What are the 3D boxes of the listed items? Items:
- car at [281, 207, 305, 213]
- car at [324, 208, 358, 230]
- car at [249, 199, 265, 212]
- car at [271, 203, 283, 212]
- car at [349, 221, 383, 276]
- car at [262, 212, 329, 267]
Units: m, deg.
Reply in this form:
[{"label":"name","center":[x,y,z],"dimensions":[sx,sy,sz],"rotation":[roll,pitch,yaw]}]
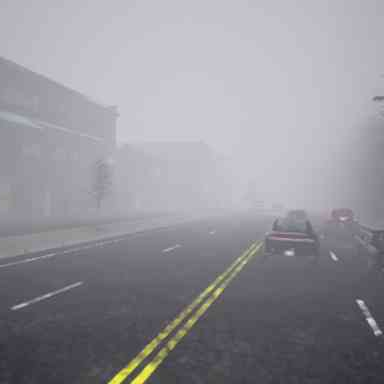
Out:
[{"label":"car","center":[8.689,2.135,27.702],"dimensions":[1.812,1.442,4.674],"rotation":[1,-1,18]},{"label":"car","center":[11.536,2.020,25.949],"dimensions":[2.097,1.767,4.553],"rotation":[1,-1,18]},{"label":"car","center":[11.244,2.284,56.949],"dimensions":[2.150,2.045,5.566],"rotation":[1,-1,19]},{"label":"car","center":[14.344,2.631,56.005],"dimensions":[2.128,1.511,4.902],"rotation":[1,-1,18]},{"label":"car","center":[6.740,1.940,11.206],"dimensions":[1.895,1.301,4.718],"rotation":[1,-1,19]},{"label":"car","center":[3.842,1.769,12.778],"dimensions":[2.128,1.511,4.902],"rotation":[1,-1,19]}]
